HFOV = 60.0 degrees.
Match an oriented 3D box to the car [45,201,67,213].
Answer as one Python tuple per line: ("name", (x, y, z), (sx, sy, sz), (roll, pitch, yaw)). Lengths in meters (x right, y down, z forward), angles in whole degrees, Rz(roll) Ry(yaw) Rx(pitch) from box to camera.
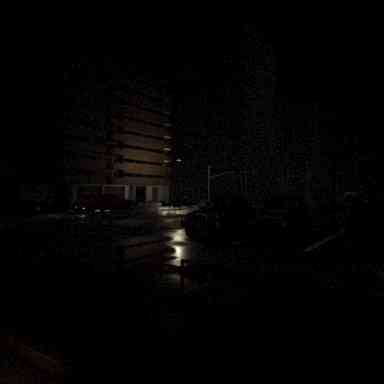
("car", (-15.364, 1.601, 35.121), (1.895, 1.301, 4.718), (0, 0, 34))

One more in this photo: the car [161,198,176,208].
("car", (-2.234, 1.548, 48.357), (2.033, 1.411, 5.357), (0, 0, 34))

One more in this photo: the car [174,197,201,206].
("car", (-0.697, 1.548, 56.814), (2.033, 1.411, 5.357), (0, 0, 34))

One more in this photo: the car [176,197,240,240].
("car", (1.507, 1.153, 16.027), (1.932, 1.855, 4.605), (0, 0, 34))

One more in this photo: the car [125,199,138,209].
("car", (-9.495, 1.547, 43.862), (2.033, 1.411, 5.357), (0, 0, 34))

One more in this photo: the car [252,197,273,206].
("car", (12.051, 1.526, 56.779), (1.812, 1.442, 4.674), (0, 0, 34))

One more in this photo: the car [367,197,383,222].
("car", (15.898, 1.395, 27.316), (1.970, 1.475, 3.806), (0, 0, 34))

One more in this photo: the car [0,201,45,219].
("car", (-15.447, 1.564, 28.718), (1.994, 1.385, 4.181), (0, 0, 34))

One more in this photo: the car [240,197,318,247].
("car", (3.874, 1.156, 14.361), (1.905, 1.878, 3.866), (0, 0, 34))

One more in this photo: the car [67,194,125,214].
("car", (-10.342, 1.222, 36.320), (2.150, 2.045, 5.566), (0, 0, 34))
